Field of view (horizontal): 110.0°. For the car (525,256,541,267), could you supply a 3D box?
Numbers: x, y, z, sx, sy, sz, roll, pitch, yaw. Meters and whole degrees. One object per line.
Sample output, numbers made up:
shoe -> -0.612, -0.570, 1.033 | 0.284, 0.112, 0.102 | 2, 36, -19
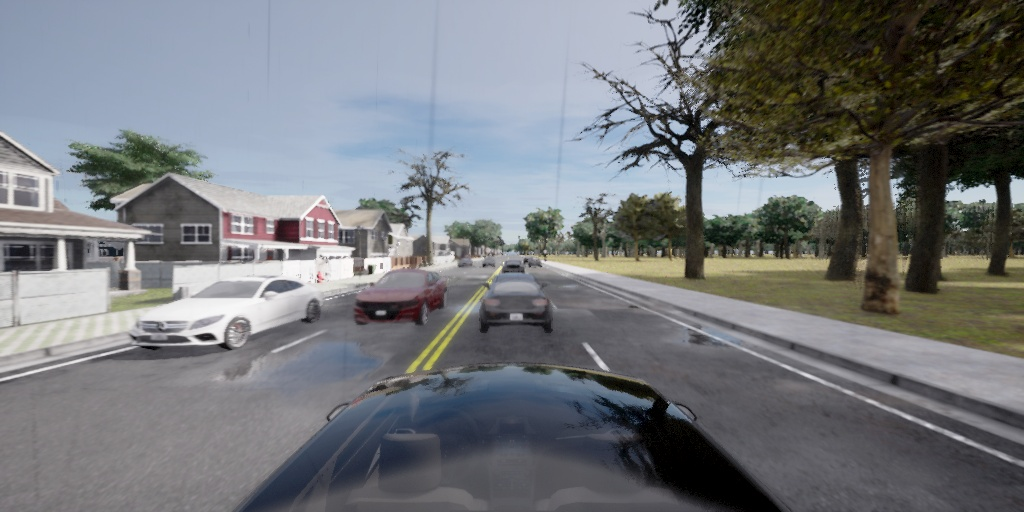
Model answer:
car -> 3.345, 0.903, 53.661 | 2.128, 1.511, 4.902 | 0, 0, 0

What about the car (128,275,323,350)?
car -> -6.601, 1.230, 9.030 | 1.812, 1.442, 4.674 | 0, 0, 0

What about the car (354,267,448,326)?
car -> -3.351, 1.165, 11.657 | 1.882, 1.535, 5.008 | 0, 0, 0

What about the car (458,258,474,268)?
car -> -6.577, 0.988, 51.746 | 1.994, 1.385, 4.181 | 0, 0, 0

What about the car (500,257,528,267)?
car -> 0.098, 1.076, 29.882 | 1.837, 1.490, 4.892 | 0, 0, 0

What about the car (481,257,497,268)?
car -> -3.331, 0.925, 52.221 | 1.837, 1.490, 4.892 | 0, 1, 0

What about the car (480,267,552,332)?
car -> 0.100, 1.220, 10.533 | 1.812, 1.442, 4.674 | 0, 0, 0
